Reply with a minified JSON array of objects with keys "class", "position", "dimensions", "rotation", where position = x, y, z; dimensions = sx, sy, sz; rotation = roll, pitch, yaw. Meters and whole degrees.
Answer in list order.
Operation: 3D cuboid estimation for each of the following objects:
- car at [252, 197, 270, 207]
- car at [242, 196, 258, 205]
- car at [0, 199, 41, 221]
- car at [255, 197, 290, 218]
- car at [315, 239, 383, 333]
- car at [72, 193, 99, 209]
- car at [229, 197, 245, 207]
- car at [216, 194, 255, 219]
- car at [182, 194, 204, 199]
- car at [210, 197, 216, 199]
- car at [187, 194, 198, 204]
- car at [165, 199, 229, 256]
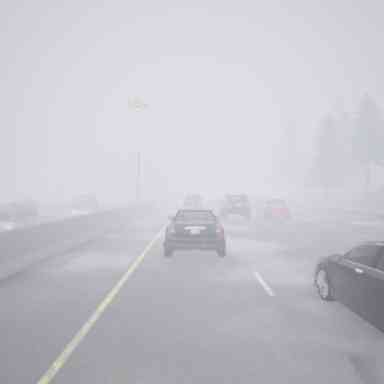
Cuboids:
[{"class":"car","position":[10.505,1.482,50.853],"dimensions":[1.812,1.442,4.674],"rotation":[0,0,0]},{"class":"car","position":[10.506,1.440,60.856],"dimensions":[2.128,1.511,4.902],"rotation":[0,0,0]},{"class":"car","position":[-14.086,1.539,26.636],"dimensions":[1.994,1.385,4.181],"rotation":[0,0,0]},{"class":"car","position":[7.104,1.327,29.486],"dimensions":[2.097,1.767,4.553],"rotation":[0,0,0]},{"class":"car","position":[3.602,1.498,5.401],"dimensions":[1.837,1.490,4.892],"rotation":[0,-1,0]},{"class":"car","position":[-14.049,1.182,44.313],"dimensions":[2.150,2.045,5.566],"rotation":[0,0,1]},{"class":"car","position":[7.015,1.519,52.076],"dimensions":[1.994,1.385,4.181],"rotation":[0,0,0]},{"class":"car","position":[3.603,1.194,28.474],"dimensions":[2.150,2.045,5.566],"rotation":[0,0,0]},{"class":"car","position":[0.105,1.186,36.944],"dimensions":[2.150,2.045,5.566],"rotation":[0,0,0]},{"class":"car","position":[3.506,1.503,50.636],"dimensions":[2.033,1.411,5.357],"rotation":[0,0,0]},{"class":"car","position":[0.066,1.296,64.421],"dimensions":[2.097,1.767,4.553],"rotation":[0,0,0]},{"class":"car","position":[0.103,1.341,13.237],"dimensions":[2.097,1.767,4.553],"rotation":[0,0,0]}]
